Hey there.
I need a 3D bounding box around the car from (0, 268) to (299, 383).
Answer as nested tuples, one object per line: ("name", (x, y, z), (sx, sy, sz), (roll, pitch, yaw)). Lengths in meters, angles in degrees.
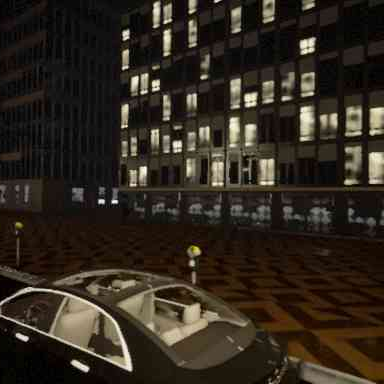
("car", (-1.096, 1.553, 3.712), (4.403, 1.369, 2.008), (1, -1, 37))
